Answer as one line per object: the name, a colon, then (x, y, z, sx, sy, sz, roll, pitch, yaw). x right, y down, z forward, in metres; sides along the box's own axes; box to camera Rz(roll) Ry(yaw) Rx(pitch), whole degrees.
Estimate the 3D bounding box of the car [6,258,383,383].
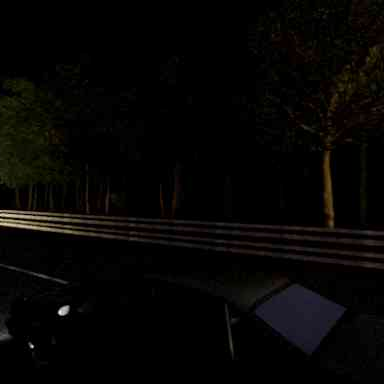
car: (-0.099, 1.564, 3.962, 5.357, 1.411, 2.033, -1, 0, 36)
